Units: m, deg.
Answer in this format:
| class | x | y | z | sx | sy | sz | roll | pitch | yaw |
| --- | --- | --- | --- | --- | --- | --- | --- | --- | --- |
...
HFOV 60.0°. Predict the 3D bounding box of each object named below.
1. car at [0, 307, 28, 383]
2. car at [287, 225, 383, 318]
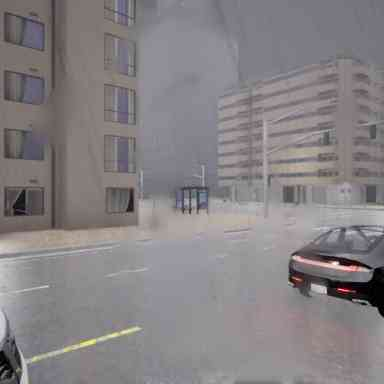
| class | x | y | z | sx | sy | sz | roll | pitch | yaw |
| --- | --- | --- | --- | --- | --- | --- | --- | --- | --- |
| car | -3.755 | 1.221 | 1.367 | 5.566 | 2.045 | 2.150 | 0 | 0 | -32 |
| car | 4.120 | 1.492 | 7.380 | 4.902 | 1.511 | 2.128 | 0 | 0 | -39 |
